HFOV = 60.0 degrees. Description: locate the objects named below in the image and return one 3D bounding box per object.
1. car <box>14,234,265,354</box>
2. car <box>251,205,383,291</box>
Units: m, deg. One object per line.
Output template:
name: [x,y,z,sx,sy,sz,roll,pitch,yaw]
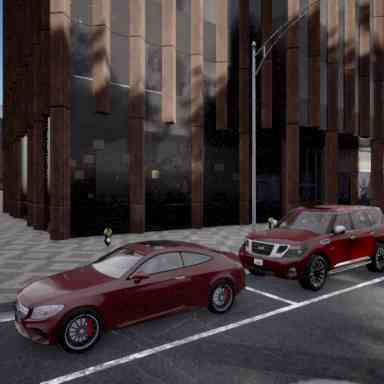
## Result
car: [-0.847,1.582,6.045,4.206,1.307,1.802,0,0,-36]
car: [3.593,1.315,9.217,5.009,1.841,2.192,0,0,-36]
